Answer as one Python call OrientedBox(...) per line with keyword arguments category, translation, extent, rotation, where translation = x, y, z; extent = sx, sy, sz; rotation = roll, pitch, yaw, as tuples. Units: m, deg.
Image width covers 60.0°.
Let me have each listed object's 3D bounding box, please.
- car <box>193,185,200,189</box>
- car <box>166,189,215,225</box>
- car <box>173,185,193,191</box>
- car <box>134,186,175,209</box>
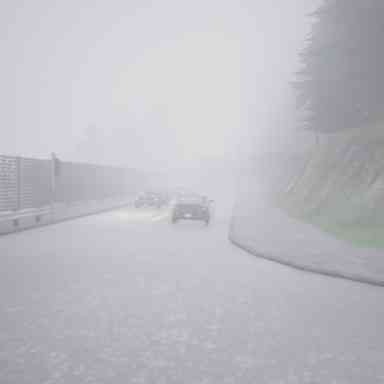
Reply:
OrientedBox(category="car", translation=(-0.003, -0.276, 45.589), extent=(1.994, 1.385, 4.181), rotation=(2, 2, 8))
OrientedBox(category="car", translation=(0.153, 0.811, 17.535), extent=(1.812, 1.442, 4.674), rotation=(2, 2, 8))
OrientedBox(category="car", translation=(-1.433, 0.033, 35.524), extent=(1.837, 1.490, 4.892), rotation=(2, 2, 8))
OrientedBox(category="car", translation=(-2.908, 0.496, 25.494), extent=(1.895, 1.301, 4.718), rotation=(2, 2, 8))
